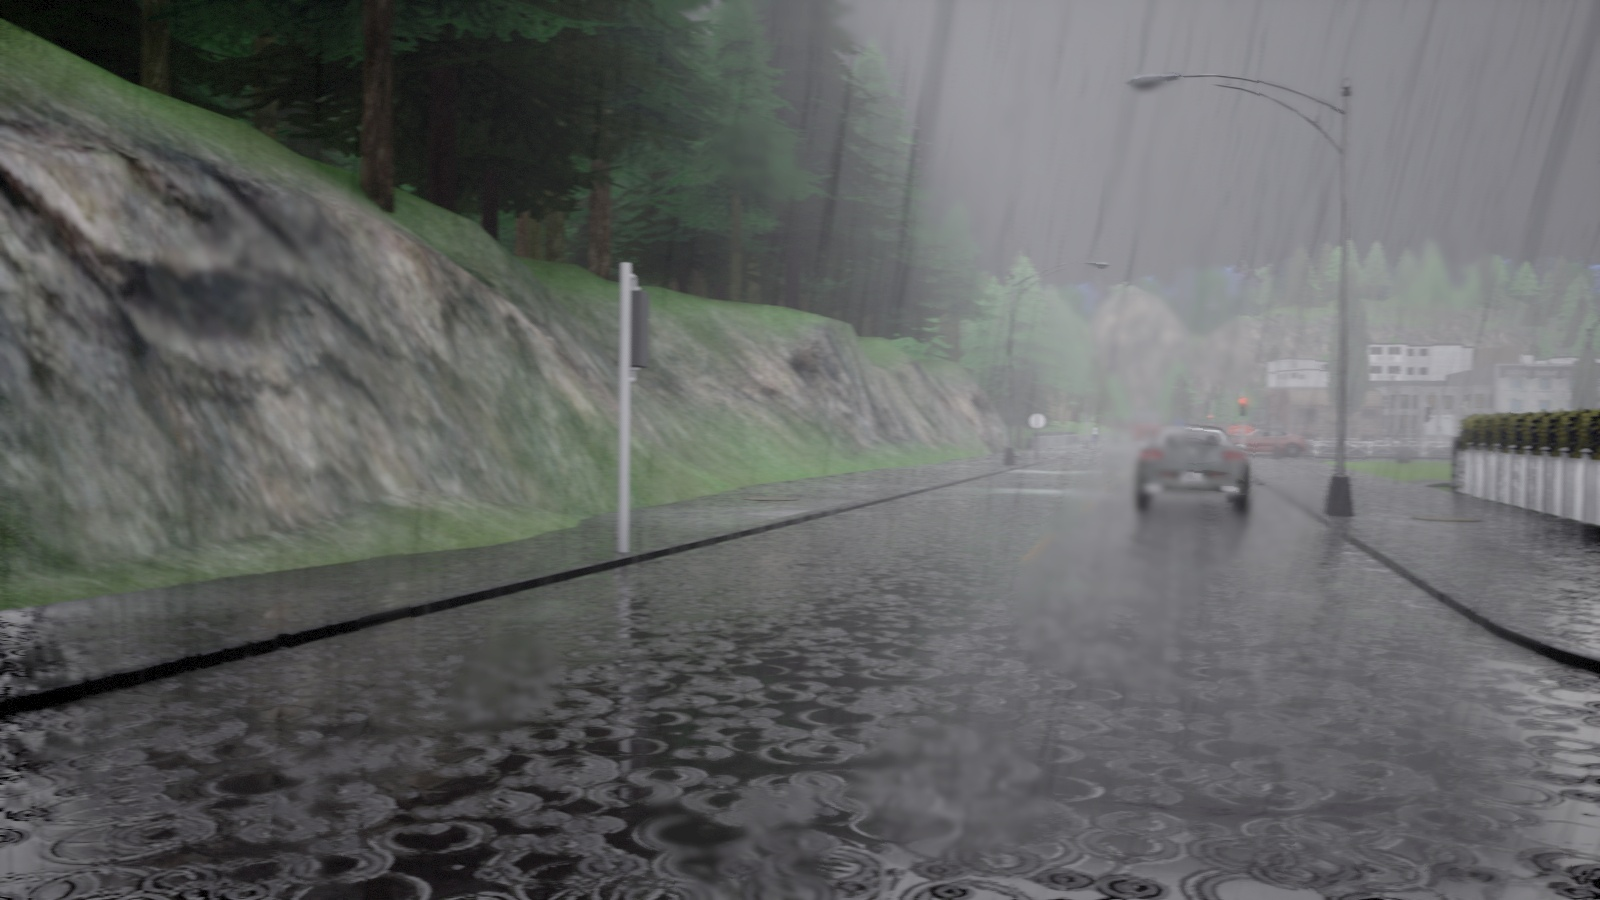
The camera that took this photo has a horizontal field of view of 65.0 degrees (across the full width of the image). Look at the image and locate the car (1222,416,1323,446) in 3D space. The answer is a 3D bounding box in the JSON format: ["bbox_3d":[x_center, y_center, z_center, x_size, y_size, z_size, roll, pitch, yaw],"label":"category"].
[{"bbox_3d":[26.921,-1.086,71.723,5.027,1.651,2.152,0,1,8],"label":"car"}]

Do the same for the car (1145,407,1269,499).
[{"bbox_3d":[8.175,0.000,25.363,2.152,1.651,5.027,0,1,17],"label":"car"}]
